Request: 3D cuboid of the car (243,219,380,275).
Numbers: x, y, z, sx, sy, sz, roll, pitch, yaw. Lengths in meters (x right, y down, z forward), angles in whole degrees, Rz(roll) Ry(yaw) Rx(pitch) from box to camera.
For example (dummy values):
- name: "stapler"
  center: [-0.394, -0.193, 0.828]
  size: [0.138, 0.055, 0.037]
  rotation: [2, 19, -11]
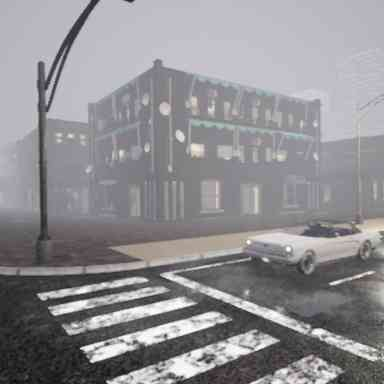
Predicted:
- name: "car"
  center: [3.842, 1.544, 10.436]
  size: [4.718, 1.301, 1.895]
  rotation: [0, 0, -35]
